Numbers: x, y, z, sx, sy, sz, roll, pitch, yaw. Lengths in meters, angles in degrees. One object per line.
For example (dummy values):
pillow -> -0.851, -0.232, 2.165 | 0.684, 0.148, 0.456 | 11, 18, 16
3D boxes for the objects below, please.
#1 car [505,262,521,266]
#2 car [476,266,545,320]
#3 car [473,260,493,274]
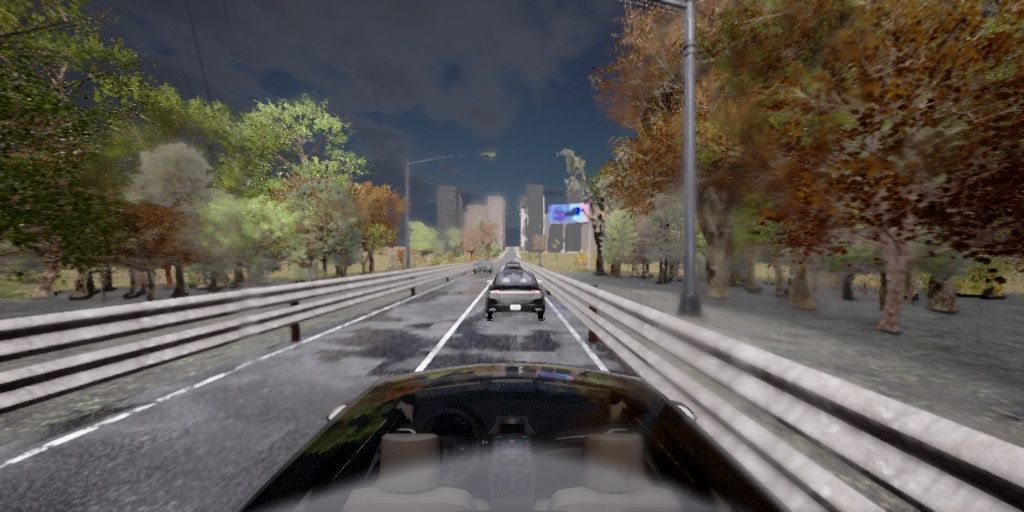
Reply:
car -> 0.101, 1.349, 34.578 | 1.837, 1.490, 4.892 | 0, 0, 0
car -> 0.101, 1.265, 12.697 | 2.128, 1.511, 4.902 | 0, 0, 0
car -> -3.341, 1.221, 42.413 | 2.097, 1.767, 4.553 | 0, 0, 0
